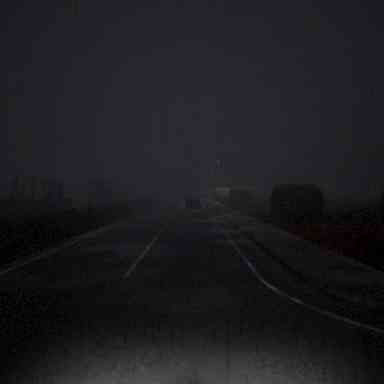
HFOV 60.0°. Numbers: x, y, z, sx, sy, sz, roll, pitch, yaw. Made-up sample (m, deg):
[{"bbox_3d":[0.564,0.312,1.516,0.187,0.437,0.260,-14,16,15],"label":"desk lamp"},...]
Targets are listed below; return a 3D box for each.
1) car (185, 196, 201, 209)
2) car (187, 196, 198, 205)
[{"bbox_3d":[0.115,1.403,43.070,1.882,1.535,5.008,0,0,0],"label":"car"},{"bbox_3d":[0.112,1.410,58.215,1.837,1.490,4.892,0,0,0],"label":"car"}]
